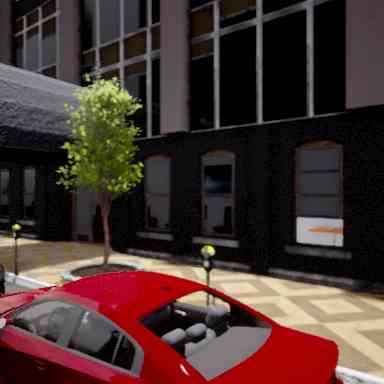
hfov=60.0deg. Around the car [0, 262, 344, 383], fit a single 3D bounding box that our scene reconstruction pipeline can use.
[{"bbox_3d":[-0.851,1.542,3.483,4.507,1.381,1.887,0,0,36],"label":"car"}]
